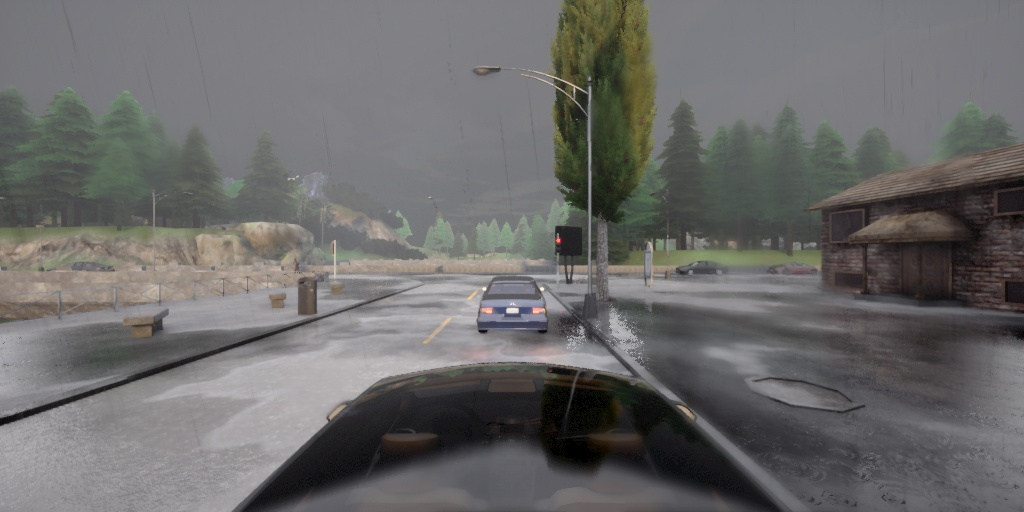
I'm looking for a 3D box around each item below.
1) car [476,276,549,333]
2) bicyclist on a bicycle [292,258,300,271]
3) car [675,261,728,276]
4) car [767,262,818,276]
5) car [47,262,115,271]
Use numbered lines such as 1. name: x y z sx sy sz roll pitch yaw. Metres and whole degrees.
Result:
1. car: 0.030 1.297 10.720 2.033 1.411 5.357 0 0 0
2. bicyclist on a bicycle: -24.496 1.098 40.666 0.582 1.620 1.656 0 0 0
3. car: 19.217 1.254 36.433 4.892 1.490 1.837 0 0 0
4. car: 28.421 1.312 36.423 4.181 1.385 1.994 0 0 0
5. car: -43.699 1.296 36.384 5.357 1.411 2.033 0 0 0
